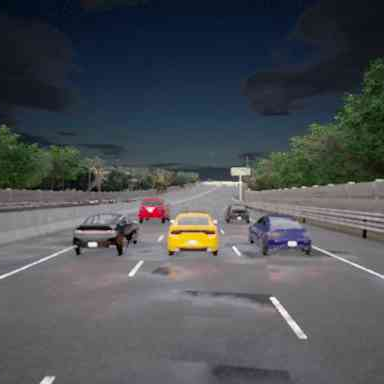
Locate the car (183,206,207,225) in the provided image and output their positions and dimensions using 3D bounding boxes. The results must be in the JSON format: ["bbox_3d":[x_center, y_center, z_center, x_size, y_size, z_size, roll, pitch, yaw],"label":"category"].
[{"bbox_3d":[0.313,1.951,28.675,1.895,1.301,4.718,0,-1,1],"label":"car"}]

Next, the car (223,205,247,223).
[{"bbox_3d":[3.820,1.863,28.800,1.837,1.490,4.892,0,0,2],"label":"car"}]

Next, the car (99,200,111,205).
[{"bbox_3d":[-18.849,2.505,73.265,2.033,1.411,5.357,0,-1,3],"label":"car"}]

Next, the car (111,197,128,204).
[{"bbox_3d":[-15.358,2.190,73.008,2.150,2.045,5.566,0,-1,3],"label":"car"}]

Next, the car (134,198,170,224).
[{"bbox_3d":[-3.189,1.566,28.698,2.150,2.045,5.566,0,-1,1],"label":"car"}]

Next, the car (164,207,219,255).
[{"bbox_3d":[0.073,1.631,14.163,1.882,1.535,5.008,0,0,1],"label":"car"}]

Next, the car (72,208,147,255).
[{"bbox_3d":[-3.432,1.643,14.021,2.128,1.511,4.902,0,-1,1],"label":"car"}]

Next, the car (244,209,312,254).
[{"bbox_3d":[3.570,1.678,14.023,1.812,1.442,4.674,0,-1,1],"label":"car"}]
